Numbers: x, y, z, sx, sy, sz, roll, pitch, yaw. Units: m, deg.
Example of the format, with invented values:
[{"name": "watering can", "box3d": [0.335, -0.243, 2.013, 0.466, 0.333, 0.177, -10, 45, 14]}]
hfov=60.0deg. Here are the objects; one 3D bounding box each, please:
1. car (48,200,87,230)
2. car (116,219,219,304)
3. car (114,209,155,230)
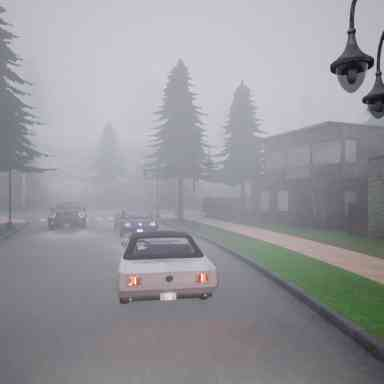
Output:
[{"name": "car", "box3d": [-7.867, 1.351, 21.189, 2.097, 1.767, 4.553, 0, 0, -18]}, {"name": "car", "box3d": [-0.805, 1.601, 8.204, 1.895, 1.301, 4.718, 0, 0, -10]}, {"name": "car", "box3d": [-3.200, 1.601, 18.266, 1.895, 1.301, 4.718, 0, 0, -18]}]
